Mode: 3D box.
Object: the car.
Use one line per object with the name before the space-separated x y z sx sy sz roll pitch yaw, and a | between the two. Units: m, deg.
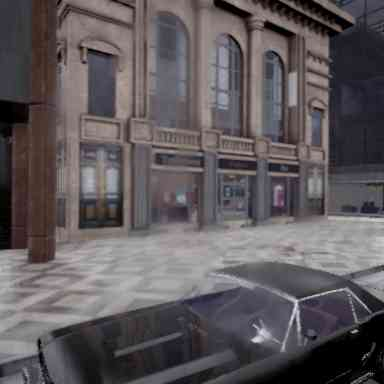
car | 0.729 1.608 3.846 4.718 1.301 1.895 0 0 -35
